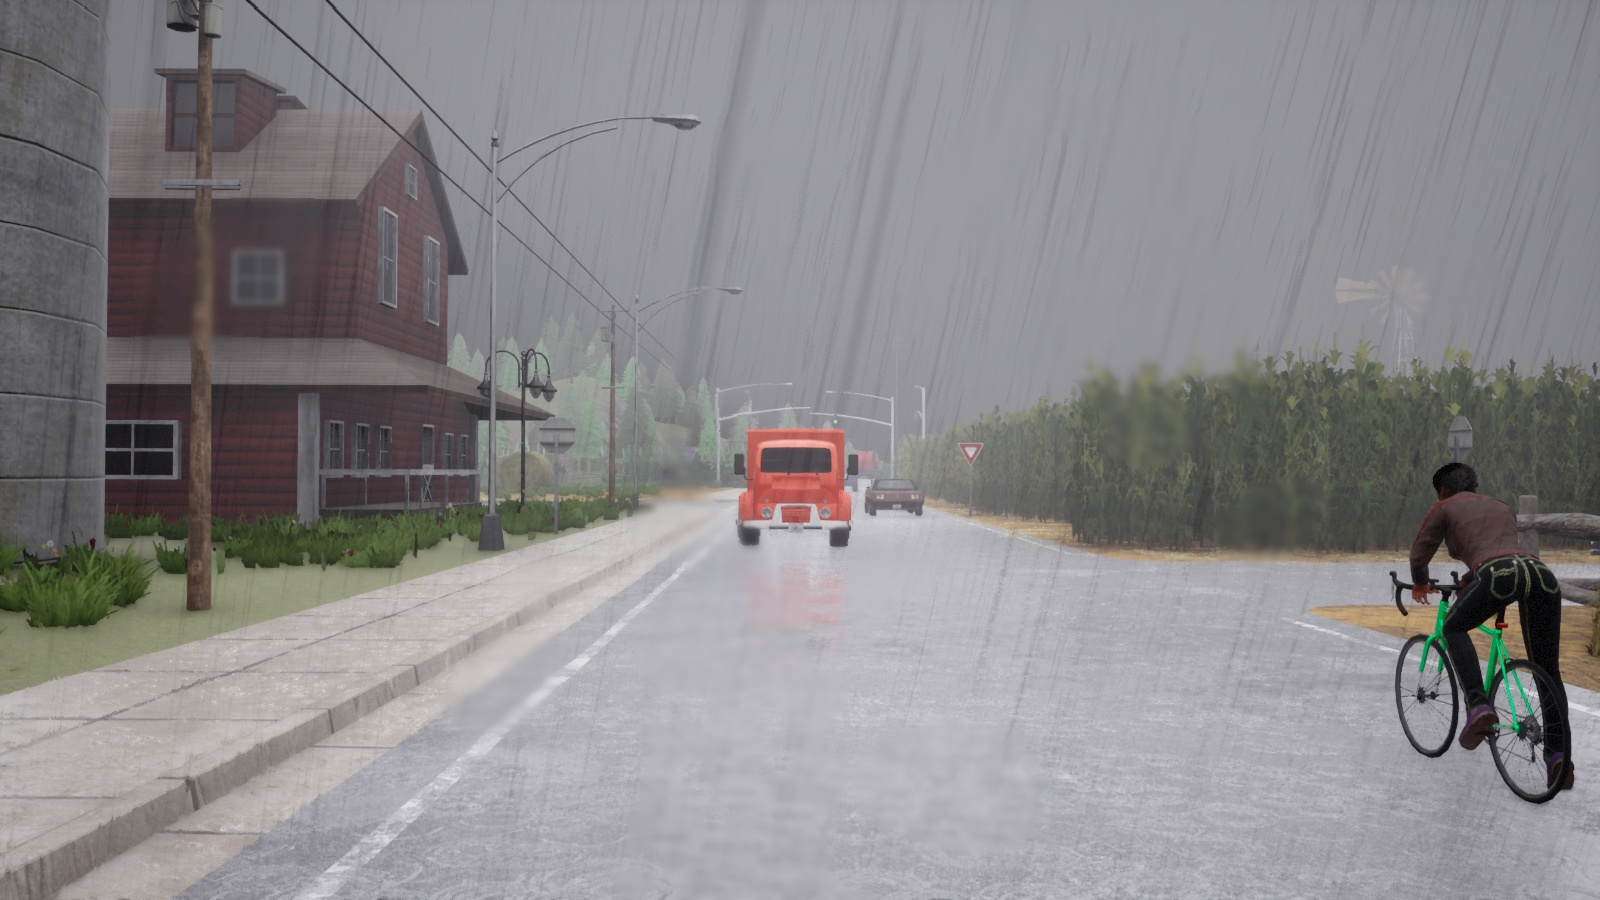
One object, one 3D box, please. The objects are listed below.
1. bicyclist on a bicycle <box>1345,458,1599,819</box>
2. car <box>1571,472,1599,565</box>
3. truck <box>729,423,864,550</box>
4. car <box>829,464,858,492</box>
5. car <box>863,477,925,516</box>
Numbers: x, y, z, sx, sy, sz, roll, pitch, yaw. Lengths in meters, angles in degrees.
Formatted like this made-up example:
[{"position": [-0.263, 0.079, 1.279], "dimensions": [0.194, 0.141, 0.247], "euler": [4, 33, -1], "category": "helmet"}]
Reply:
[{"position": [3.478, 0.862, 6.486], "dimensions": [0.582, 1.620, 1.656], "euler": [0, -1, 0], "category": "bicyclist on a bicycle"}, {"position": [15.334, 1.094, 20.049], "dimensions": [4.892, 1.490, 1.837], "euler": [0, -1, 0], "category": "car"}, {"position": [-0.091, 0.797, 27.205], "dimensions": [2.627, 2.467, 5.204], "euler": [0, -2, 0], "category": "truck"}, {"position": [3.296, 2.135, 96.375], "dimensions": [2.150, 2.045, 5.566], "euler": [0, -1, 1], "category": "car"}, {"position": [3.358, 1.663, 45.584], "dimensions": [1.895, 1.301, 4.718], "euler": [0, -1, 0], "category": "car"}]
